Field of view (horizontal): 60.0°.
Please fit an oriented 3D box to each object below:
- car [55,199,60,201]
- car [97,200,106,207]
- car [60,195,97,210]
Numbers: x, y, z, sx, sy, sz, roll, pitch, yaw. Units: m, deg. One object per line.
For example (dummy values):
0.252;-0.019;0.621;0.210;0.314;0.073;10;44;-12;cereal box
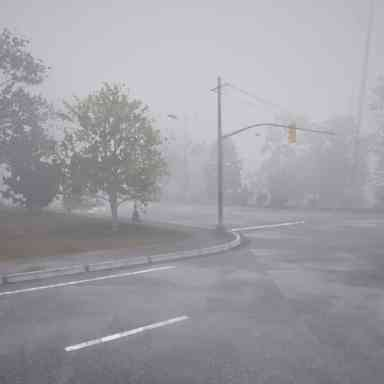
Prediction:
-34.244;1.703;86.526;1.895;1.301;4.718;-1;0;-31;car
-14.221;1.448;47.713;2.033;1.411;5.357;-1;0;-38;car
-14.645;1.145;42.622;2.150;2.045;5.566;-1;0;-39;car
